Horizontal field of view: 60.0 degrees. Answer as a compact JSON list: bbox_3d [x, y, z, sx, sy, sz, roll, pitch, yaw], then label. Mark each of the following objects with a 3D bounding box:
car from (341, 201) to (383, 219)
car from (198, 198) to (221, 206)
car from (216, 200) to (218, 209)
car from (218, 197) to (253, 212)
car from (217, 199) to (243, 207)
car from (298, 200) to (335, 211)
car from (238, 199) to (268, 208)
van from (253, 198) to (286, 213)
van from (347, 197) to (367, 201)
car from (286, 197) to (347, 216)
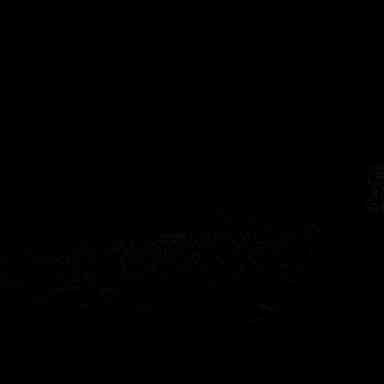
[{"bbox_3d":[16.148,1.726,29.970,1.802,1.307,4.206,-1,0,-36],"label":"car"},{"bbox_3d":[3.265,1.929,62.658,2.008,1.369,4.403,-1,0,-36],"label":"car"},{"bbox_3d":[2.938,1.915,48.454,2.008,1.369,4.403,-1,0,-36],"label":"car"},{"bbox_3d":[6.235,1.627,43.832,2.192,1.841,5.009,-1,0,-36],"label":"car"},{"bbox_3d":[6.567,1.872,58.037,1.887,1.381,4.507,-1,0,-36],"label":"car"},{"bbox_3d":[16.474,1.736,44.176,1.947,1.339,4.313,-1,0,-36],"label":"car"},{"bbox_3d":[9.770,1.803,53.556,1.752,1.417,4.829,-1,0,-36],"label":"car"},{"bbox_3d":[9.538,1.599,39.212,1.690,1.788,3.998,-1,0,-36],"label":"van"},{"bbox_3d":[19.771,1.455,39.555,1.690,1.788,3.998,-1,0,-36],"label":"van"},{"bbox_3d":[12.840,1.517,34.591,2.192,1.841,5.009,-1,0,-36],"label":"car"}]
